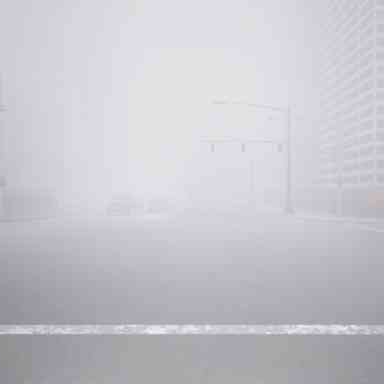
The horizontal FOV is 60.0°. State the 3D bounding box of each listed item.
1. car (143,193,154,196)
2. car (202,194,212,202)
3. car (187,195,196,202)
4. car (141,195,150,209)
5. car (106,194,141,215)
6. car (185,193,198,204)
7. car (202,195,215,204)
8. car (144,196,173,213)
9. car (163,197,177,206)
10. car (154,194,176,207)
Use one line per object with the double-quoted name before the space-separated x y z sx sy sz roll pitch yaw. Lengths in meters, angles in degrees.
"car" -7.200 1.221 55.283 2.150 2.045 5.566 0 0 0
"car" 3.353 1.355 74.548 2.097 1.767 4.553 0 0 0
"car" -0.150 1.382 74.397 1.994 1.385 4.181 0 0 0
"car" -7.191 1.547 44.759 2.033 1.411 5.357 0 0 0
"car" -7.152 1.221 34.507 2.150 2.045 5.566 0 0 2
"car" -0.128 1.221 63.726 2.150 2.045 5.566 0 0 0
"car" 3.466 1.526 64.646 1.812 1.442 4.674 0 0 0
"car" -3.676 1.492 37.430 2.128 1.511 4.902 0 0 0
"car" -3.701 1.564 56.459 1.994 1.385 4.181 0 0 0
"car" -3.690 1.352 46.646 2.097 1.767 4.553 0 0 0
